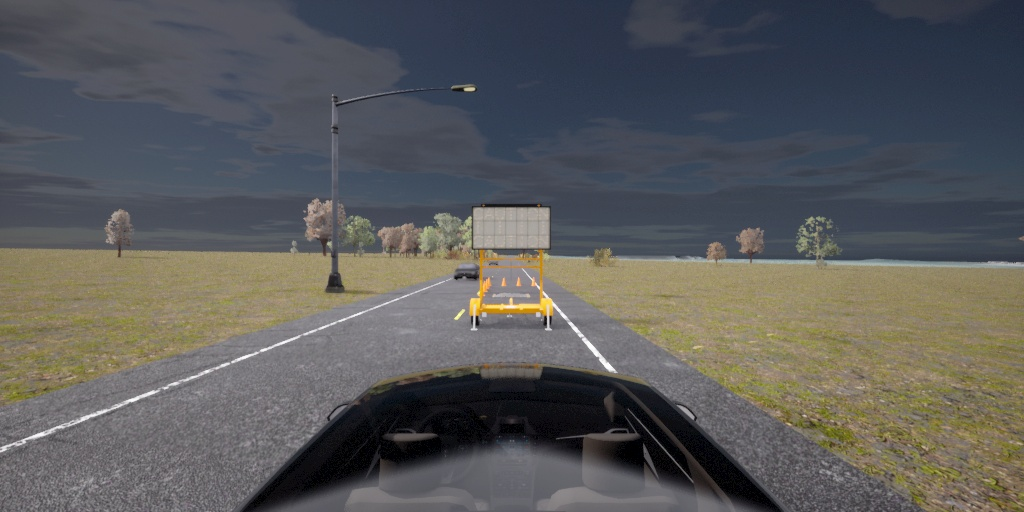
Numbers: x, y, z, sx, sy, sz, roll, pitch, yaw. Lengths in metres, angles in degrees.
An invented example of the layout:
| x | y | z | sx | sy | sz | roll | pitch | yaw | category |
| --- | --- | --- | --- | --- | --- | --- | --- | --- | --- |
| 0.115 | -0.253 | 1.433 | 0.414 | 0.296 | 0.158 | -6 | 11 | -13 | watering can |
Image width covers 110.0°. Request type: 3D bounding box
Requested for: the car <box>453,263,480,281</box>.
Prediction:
| x | y | z | sx | sy | sz | roll | pitch | yaw | category |
| --- | --- | --- | --- | --- | --- | --- | --- | --- | --- |
| -3.670 | 1.298 | 30.199 | 2.033 | 1.411 | 5.357 | 0 | 0 | 0 | car |

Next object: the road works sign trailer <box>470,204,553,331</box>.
| x | y | z | sx | sy | sz | roll | pitch | yaw | category |
| --- | --- | --- | --- | --- | --- | --- | --- | --- | --- |
| -0.022 | 0.215 | 11.030 | 2.380 | 3.560 | 2.880 | 0 | 0 | 0 | road works sign trailer |
